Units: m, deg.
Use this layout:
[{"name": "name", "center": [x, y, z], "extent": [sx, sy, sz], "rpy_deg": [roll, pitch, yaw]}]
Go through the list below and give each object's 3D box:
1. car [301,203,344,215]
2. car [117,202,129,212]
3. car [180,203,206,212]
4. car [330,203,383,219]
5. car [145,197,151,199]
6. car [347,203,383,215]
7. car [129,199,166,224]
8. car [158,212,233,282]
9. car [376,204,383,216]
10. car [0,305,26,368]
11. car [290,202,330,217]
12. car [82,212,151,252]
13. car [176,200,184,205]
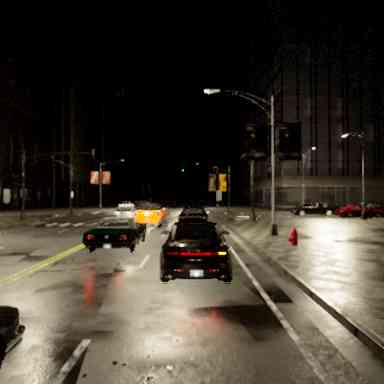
[{"name": "car", "center": [15.211, 1.987, 39.001], "extent": [4.313, 1.339, 1.947], "rpy_deg": [0, -1, -1]}, {"name": "car", "center": [-9.811, 2.156, 49.595], "extent": [1.812, 1.442, 4.674], "rpy_deg": [0, -1, 0]}, {"name": "car", "center": [0.162, 1.713, 22.046], "extent": [1.882, 1.535, 5.008], "rpy_deg": [0, -1, 3]}, {"name": "car", "center": [15.335, 1.831, 30.479], "extent": [4.206, 1.307, 1.802], "rpy_deg": [0, -1, -1]}, {"name": "car", "center": [-9.703, 2.190, 70.957], "extent": [2.150, 2.045, 5.566], "rpy_deg": [0, -1, 0]}, {"name": "car", "center": [20.851, 1.968, 39.085], "extent": [4.313, 1.339, 1.947], "rpy_deg": [0, -1, -1]}, {"name": "car", "center": [-3.134, 1.625, 25.276], "extent": [2.097, 1.767, 4.553], "rpy_deg": [0, -1, 0]}, {"name": "car", "center": [0.106, 1.602, 9.992], "extent": [1.837, 1.490, 4.892], "rpy_deg": [0, 0, 0]}, {"name": "car", "center": [23.052, 1.942, 36.366], "extent": [4.718, 1.301, 1.895], "rpy_deg": [0, -1, -1]}, {"name": "car", "center": [-3.158, 1.566, 2.027], "extent": [2.033, 1.411, 5.357], "rpy_deg": [0, 0, 0]}, {"name": "car", "center": [13.152, 1.877, 36.218], "extent": [4.892, 1.490, 1.837], "rpy_deg": [0, -1, -1]}, {"name": "car", "center": [-3.143, 1.745, 14.562], "extent": [1.895, 1.301, 4.718], "rpy_deg": [0, -1, 0]}, {"name": "car", "center": [-3.190, 2.827, 91.275], "extent": [1.812, 1.442, 4.674], "rpy_deg": [0, -1, 0]}]
